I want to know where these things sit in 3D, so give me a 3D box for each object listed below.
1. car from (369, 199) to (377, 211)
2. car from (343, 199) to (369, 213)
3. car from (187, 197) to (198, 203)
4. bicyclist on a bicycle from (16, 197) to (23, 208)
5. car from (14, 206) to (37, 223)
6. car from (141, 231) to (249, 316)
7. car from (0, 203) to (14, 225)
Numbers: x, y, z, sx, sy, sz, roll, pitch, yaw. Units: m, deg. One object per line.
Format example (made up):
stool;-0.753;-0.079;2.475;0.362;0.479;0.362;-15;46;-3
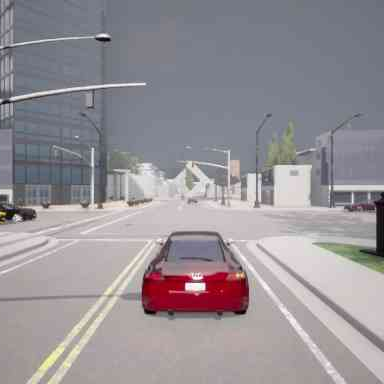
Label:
car;21.515;1.195;33.573;5.566;2.045;2.150;0;0;0
car;19.839;1.534;37.076;5.357;1.411;2.033;0;0;-1
car;0.146;1.659;70.757;1.895;1.301;4.718;0;0;4
bicyclist on a bicycle;-22.010;1.502;42.500;0.582;1.620;1.656;-1;0;0
car;-14.861;1.592;26.083;5.008;1.535;1.882;-1;0;0
car;0.069;1.571;7.625;1.994;1.385;4.181;0;0;0
car;-15.254;1.591;22.574;5.008;1.535;1.882;-1;0;-1
